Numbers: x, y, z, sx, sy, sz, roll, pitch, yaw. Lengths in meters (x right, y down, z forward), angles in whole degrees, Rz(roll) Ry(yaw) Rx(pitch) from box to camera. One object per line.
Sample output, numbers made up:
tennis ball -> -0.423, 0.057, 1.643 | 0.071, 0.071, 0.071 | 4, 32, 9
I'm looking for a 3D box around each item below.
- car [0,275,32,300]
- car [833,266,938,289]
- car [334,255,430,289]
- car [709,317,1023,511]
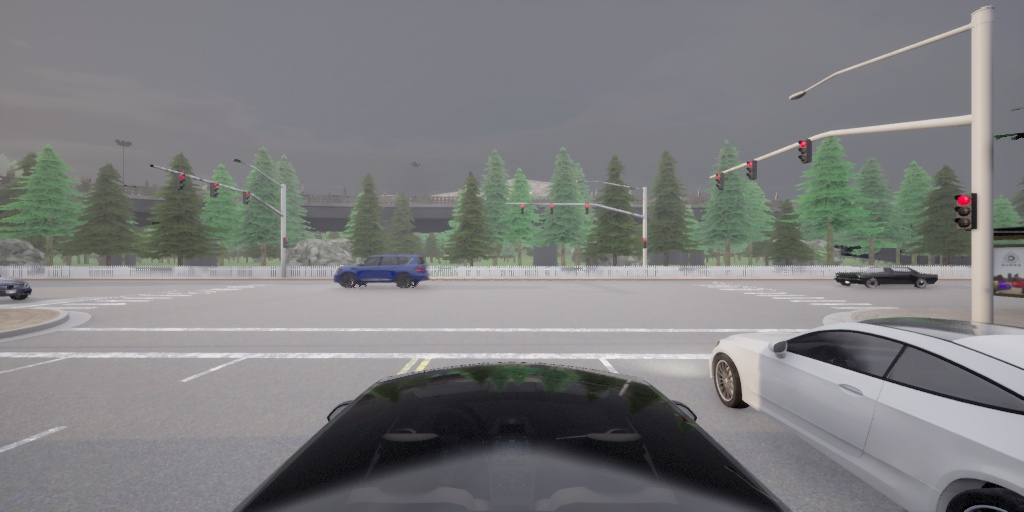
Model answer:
car -> -23.174, 1.220, 14.920 | 4.674, 1.442, 1.812 | 0, 0, 0
car -> 22.866, 1.295, 22.082 | 4.718, 1.301, 1.895 | 0, 0, 0
car -> -7.899, 0.927, 22.117 | 5.566, 2.045, 2.150 | 0, 0, 0
car -> 3.657, 1.276, 3.180 | 1.812, 1.442, 4.674 | 0, 0, 2
